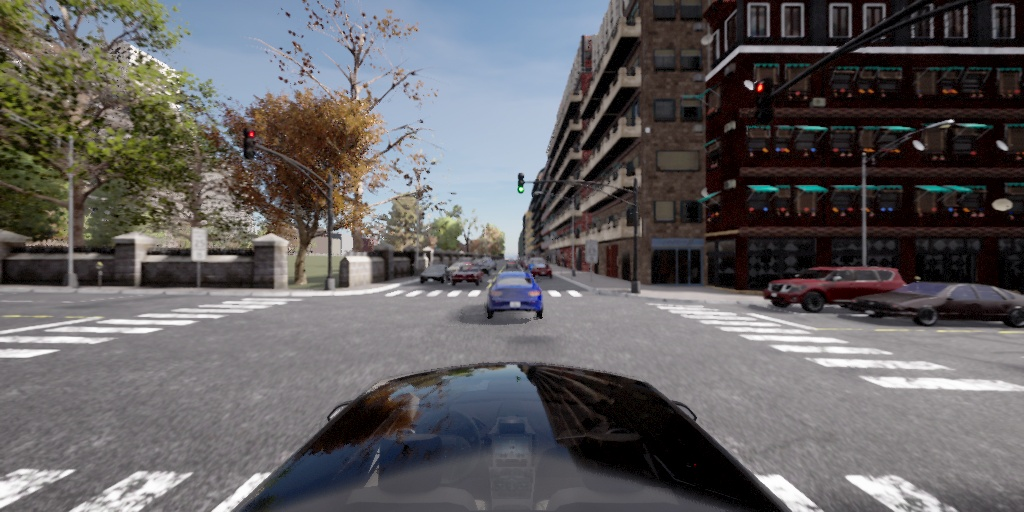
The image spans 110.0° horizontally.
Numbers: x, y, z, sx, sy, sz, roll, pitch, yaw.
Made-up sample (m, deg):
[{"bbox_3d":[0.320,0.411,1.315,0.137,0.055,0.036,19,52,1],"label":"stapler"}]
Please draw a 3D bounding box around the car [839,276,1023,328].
[{"bbox_3d":[15.013,1.600,12.419,5.357,1.411,2.033,1,0,-1],"label":"car"}]

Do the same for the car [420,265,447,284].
[{"bbox_3d":[-5.700,1.322,27.326,1.948,1.339,4.313,0,0,0],"label":"car"}]

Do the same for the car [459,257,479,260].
[{"bbox_3d":[-5.707,1.084,44.217,2.192,1.841,5.009,0,0,0],"label":"car"}]

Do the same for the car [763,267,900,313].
[{"bbox_3d":[13.444,1.348,14.992,5.009,1.841,2.192,0,0,-1],"label":"car"}]

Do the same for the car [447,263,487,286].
[{"bbox_3d":[-3.103,1.356,25.628,1.895,1.301,4.718,0,0,0],"label":"car"}]

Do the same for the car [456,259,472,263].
[{"bbox_3d":[-5.704,1.289,38.417,1.751,1.417,4.829,0,0,0],"label":"car"}]

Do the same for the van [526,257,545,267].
[{"bbox_3d":[2.677,1.104,38.590,1.690,1.789,3.998,0,0,0],"label":"van"}]

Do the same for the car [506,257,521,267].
[{"bbox_3d":[-0.021,1.275,56.011,2.128,1.511,4.902,0,0,0],"label":"car"}]

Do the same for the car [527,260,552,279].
[{"bbox_3d":[2.678,1.305,32.959,1.888,1.381,4.507,0,0,0],"label":"car"}]

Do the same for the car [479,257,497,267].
[{"bbox_3d":[-3.067,1.269,50.353,2.128,1.511,4.902,0,0,0],"label":"car"}]

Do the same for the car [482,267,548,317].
[{"bbox_3d":[0.096,1.277,12.970,1.812,1.442,4.674,0,0,0],"label":"car"}]

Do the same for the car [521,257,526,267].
[{"bbox_3d":[2.672,1.215,49.850,1.967,1.591,4.097,0,0,0],"label":"car"}]

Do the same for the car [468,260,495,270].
[{"bbox_3d":[-3.089,1.363,36.640,1.895,1.301,4.718,0,0,0],"label":"car"}]
